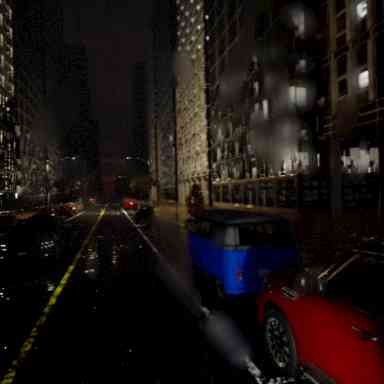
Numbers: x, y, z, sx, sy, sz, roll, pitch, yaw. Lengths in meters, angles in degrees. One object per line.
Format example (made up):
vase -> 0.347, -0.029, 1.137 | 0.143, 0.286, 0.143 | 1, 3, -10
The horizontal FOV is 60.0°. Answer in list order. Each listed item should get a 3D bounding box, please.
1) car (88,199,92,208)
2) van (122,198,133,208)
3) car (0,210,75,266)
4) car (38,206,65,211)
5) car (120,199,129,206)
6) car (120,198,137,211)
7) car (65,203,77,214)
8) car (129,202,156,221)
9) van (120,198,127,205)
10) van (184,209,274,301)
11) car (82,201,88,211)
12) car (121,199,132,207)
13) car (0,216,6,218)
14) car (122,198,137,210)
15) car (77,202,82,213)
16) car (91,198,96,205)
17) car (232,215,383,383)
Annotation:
car -> -21.789, 2.637, 67.097 | 1.947, 1.339, 4.313 | -2, 0, -14
van -> -12.323, 2.106, 63.538 | 1.690, 1.788, 3.998 | -2, 0, -14
car -> -5.997, 1.740, 13.060 | 1.882, 1.535, 5.008 | -2, 0, -14
car -> -12.473, 2.104, 28.421 | 2.008, 1.369, 4.403 | -2, 0, -14
car -> -16.312, 2.425, 80.113 | 1.967, 1.590, 4.097 | -2, 0, -14
car -> -9.662, 1.932, 52.488 | 2.192, 1.841, 5.009 | -2, 0, -14
car -> -15.134, 2.283, 39.471 | 1.802, 1.307, 4.206 | -2, 0, -14
car -> -4.329, 1.871, 30.386 | 2.008, 1.369, 4.403 | -2, 0, -14
van -> -17.646, 2.400, 85.638 | 1.690, 1.788, 3.998 | -2, 0, -14
van -> 0.986, 1.364, 8.286 | 1.690, 1.788, 3.998 | -2, 0, -14
car -> -19.088, 2.447, 55.882 | 1.752, 1.417, 4.829 | -2, 0, -14
car -> -13.649, 2.279, 69.063 | 1.967, 1.590, 4.097 | -2, 0, -14
car -> -9.812, 1.955, 17.371 | 2.008, 1.369, 4.403 | -2, 0, -14
car -> -10.993, 2.006, 58.013 | 2.192, 1.841, 5.009 | -2, 0, -14
car -> -16.470, 2.216, 44.997 | 1.967, 1.590, 4.097 | -2, 0, -14
car -> -24.451, 2.768, 78.148 | 2.008, 1.369, 4.403 | -2, 0, -14
car -> 2.315, 1.263, 2.761 | 2.192, 1.841, 5.009 | -2, 0, -14
